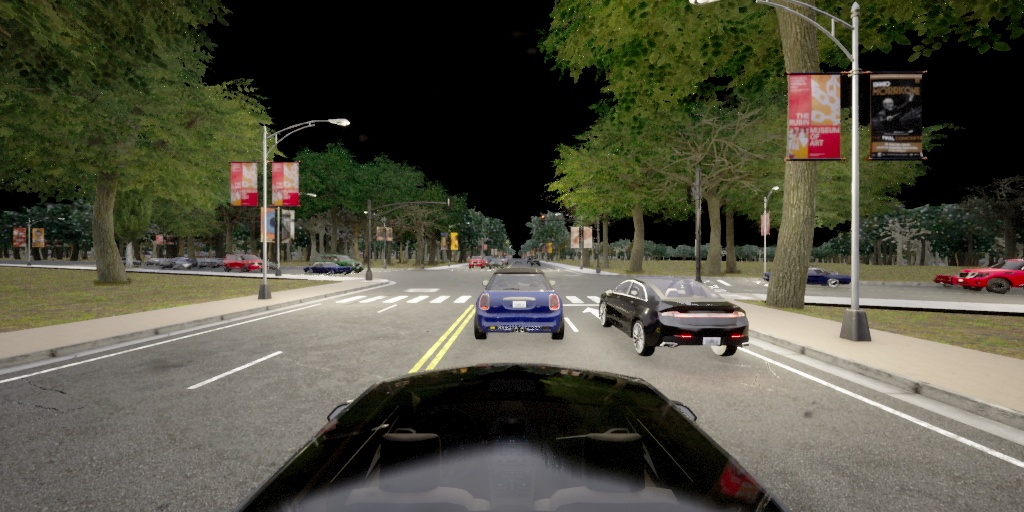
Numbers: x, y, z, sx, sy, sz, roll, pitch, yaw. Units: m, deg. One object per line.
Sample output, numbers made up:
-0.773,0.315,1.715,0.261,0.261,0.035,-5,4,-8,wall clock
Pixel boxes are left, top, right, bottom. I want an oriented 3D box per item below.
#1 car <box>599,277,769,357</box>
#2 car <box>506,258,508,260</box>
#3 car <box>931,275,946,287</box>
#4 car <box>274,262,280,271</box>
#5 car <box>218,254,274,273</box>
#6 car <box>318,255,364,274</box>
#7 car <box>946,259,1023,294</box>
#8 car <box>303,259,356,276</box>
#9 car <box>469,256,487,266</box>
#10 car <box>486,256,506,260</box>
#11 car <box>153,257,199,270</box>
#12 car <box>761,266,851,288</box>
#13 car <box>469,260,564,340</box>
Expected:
3.429,1.242,8.562,2.128,1.511,4.902,0,0,0,car
-2.205,1.359,64.886,1.895,1.301,4.718,0,0,1,car
31.483,1.538,23.686,4.718,1.301,1.895,0,0,24,car
-30.760,1.095,44.127,4.892,1.490,1.837,0,0,24,car
-29.780,0.827,40.121,5.566,2.045,2.150,0,0,24,car
-18.674,0.877,38.725,5.566,2.045,2.150,0,0,24,car
29.980,1.159,20.794,5.566,2.045,2.150,1,0,24,car
-17.830,1.269,34.771,4.718,1.301,1.895,0,0,24,car
-5.626,0.978,57.962,2.150,2.045,5.566,0,0,1,car
-2.397,1.108,55.895,2.097,1.767,4.553,0,0,1,car
-43.219,1.026,46.139,4.902,1.511,2.128,0,0,24,car
20.395,1.478,25.071,4.718,1.301,1.895,0,0,24,car
0.192,1.102,10.150,2.097,1.767,4.553,0,0,1,car
